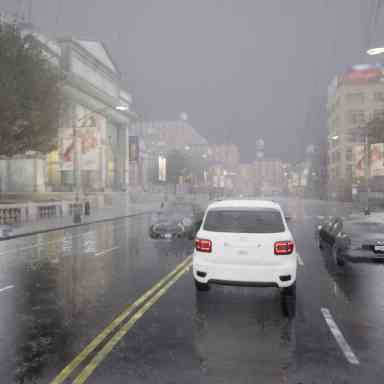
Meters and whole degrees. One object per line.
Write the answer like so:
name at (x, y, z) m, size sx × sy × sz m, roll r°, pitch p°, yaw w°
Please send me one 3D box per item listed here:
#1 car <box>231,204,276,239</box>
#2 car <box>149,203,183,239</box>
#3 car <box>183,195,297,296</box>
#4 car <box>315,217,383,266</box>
car at (3.489, 1.492, 18.539) m, size 2.128 × 1.511 × 4.902 m, roll 0°, pitch 0°, yaw 12°
car at (-0.577, 1.351, 16.967) m, size 2.097 × 1.767 × 4.553 m, roll 0°, pitch 0°, yaw 13°
car at (1.464, 1.221, 8.943) m, size 2.150 × 2.045 × 5.566 m, roll 0°, pitch 0°, yaw 11°
car at (5.548, 1.548, 11.353) m, size 2.033 × 1.411 × 5.357 m, roll 0°, pitch 0°, yaw 12°
